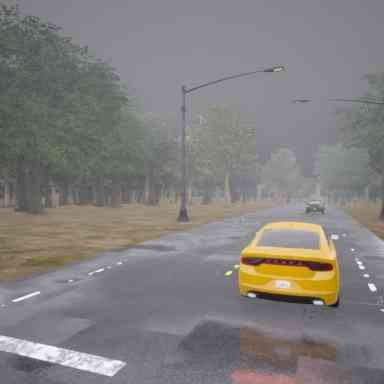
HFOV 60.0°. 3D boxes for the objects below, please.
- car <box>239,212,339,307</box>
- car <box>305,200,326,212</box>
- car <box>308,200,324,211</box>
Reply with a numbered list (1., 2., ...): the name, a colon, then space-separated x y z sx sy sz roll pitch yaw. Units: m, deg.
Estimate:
1. car: 2.504 1.472 8.170 1.882 1.535 5.008 0 0 21
2. car: 13.523 1.622 36.440 1.812 1.442 4.674 0 -1 22
3. car: 17.068 1.801 45.709 2.033 1.411 5.357 0 -1 21
